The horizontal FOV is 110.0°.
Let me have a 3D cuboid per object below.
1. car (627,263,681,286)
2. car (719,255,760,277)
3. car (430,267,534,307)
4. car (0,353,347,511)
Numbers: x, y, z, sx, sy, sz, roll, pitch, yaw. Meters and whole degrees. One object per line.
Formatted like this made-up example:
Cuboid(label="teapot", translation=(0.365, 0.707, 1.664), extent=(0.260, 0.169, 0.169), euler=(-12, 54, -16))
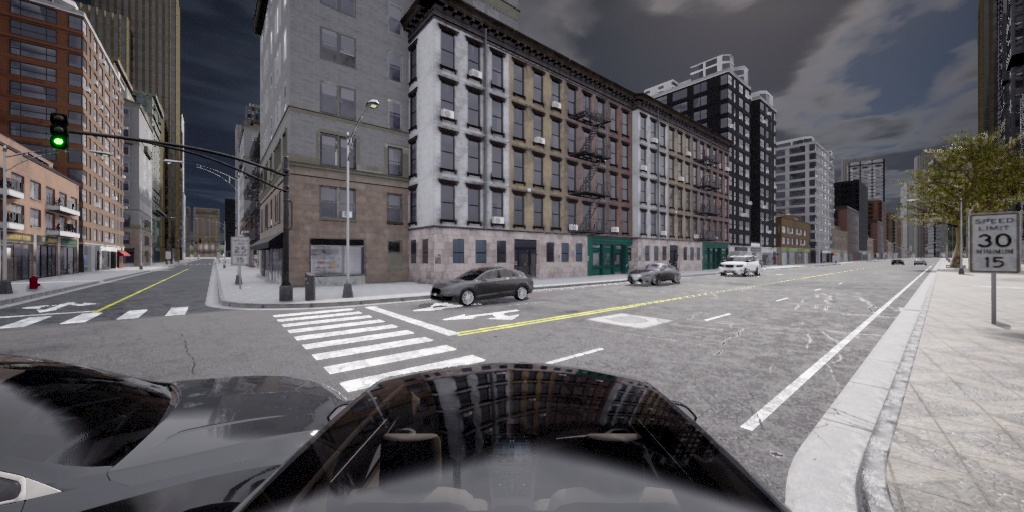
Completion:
Cuboid(label="car", translation=(10.017, 1.239, 25.151), extent=(4.902, 1.511, 2.128), euler=(0, 0, -40))
Cuboid(label="car", translation=(22.670, 0.957, 35.616), extent=(5.566, 2.045, 2.150), euler=(0, 0, -39))
Cuboid(label="car", translation=(-1.194, 1.263, 15.827), extent=(4.892, 1.490, 1.837), euler=(-1, 0, -40))
Cuboid(label="car", translation=(-3.246, 1.257, 1.587), extent=(4.892, 1.490, 1.837), euler=(0, 0, -35))
